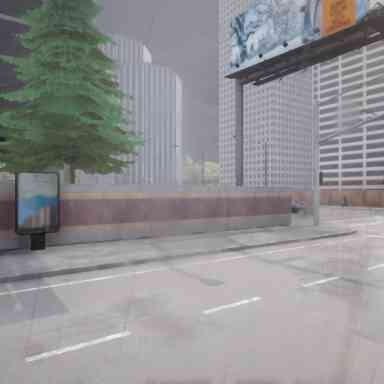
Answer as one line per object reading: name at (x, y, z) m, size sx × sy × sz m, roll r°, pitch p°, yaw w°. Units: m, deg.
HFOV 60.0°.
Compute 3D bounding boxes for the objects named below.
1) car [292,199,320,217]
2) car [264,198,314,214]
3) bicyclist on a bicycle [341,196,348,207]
car at (9.674, 1.492, 31.518) m, size 2.128 × 1.511 × 4.902 m, roll 0°, pitch 0°, yaw -35°
car at (10.512, 1.491, 36.394) m, size 2.128 × 1.511 × 4.902 m, roll 0°, pitch 0°, yaw -35°
bicyclist on a bicycle at (21.243, 1.301, 46.301) m, size 1.656 × 1.620 × 0.582 m, roll 0°, pitch 0°, yaw -35°
